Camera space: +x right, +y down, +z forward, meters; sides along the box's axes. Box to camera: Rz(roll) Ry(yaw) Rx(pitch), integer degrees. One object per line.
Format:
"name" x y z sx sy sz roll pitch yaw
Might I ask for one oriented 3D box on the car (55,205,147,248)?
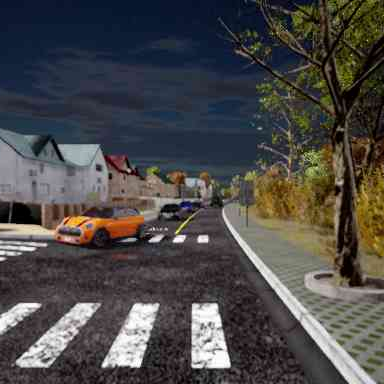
"car" -4.057 1.416 15.588 2.097 1.767 4.553 3 0 26

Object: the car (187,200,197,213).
"car" -0.727 1.898 42.912 1.812 1.442 4.674 0 -1 5

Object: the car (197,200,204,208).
"car" 1.041 2.146 58.813 1.994 1.385 4.181 0 -1 7

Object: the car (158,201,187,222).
"car" -1.803 1.740 29.144 1.812 1.442 4.674 0 -1 4

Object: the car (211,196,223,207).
"car" 4.970 1.893 66.595 2.150 2.045 5.566 0 -2 8
